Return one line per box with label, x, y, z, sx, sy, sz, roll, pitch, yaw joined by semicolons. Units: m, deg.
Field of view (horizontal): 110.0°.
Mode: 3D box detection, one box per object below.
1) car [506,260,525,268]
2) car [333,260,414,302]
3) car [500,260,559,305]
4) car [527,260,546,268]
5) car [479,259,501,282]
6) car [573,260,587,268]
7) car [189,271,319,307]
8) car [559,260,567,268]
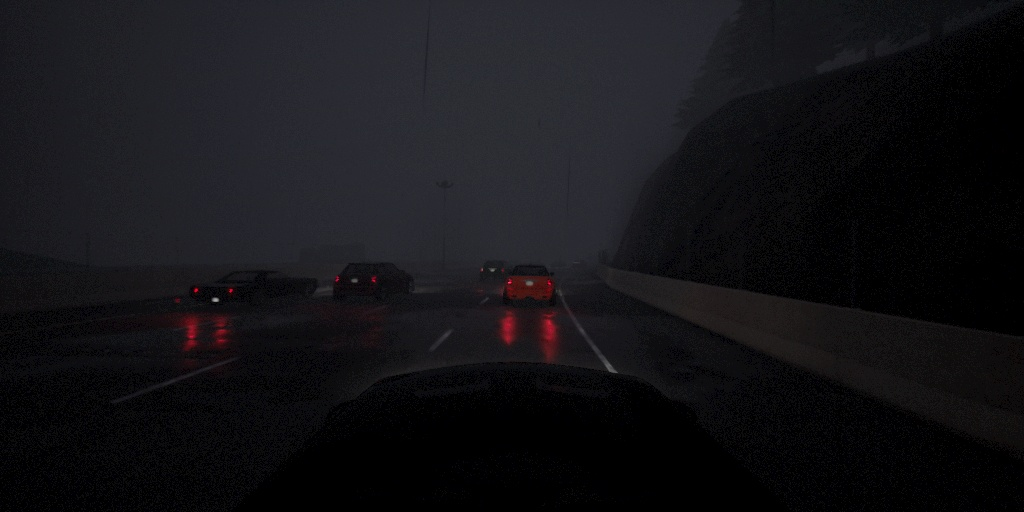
car;0.625;1.356;63.586;1.895;1.301;4.718;1;0;21
car;-6.238;1.032;16.731;2.097;1.767;4.553;1;0;5
car;0.866;1.112;16.361;2.097;1.767;4.553;1;0;5
car;4.404;1.398;63.653;1.895;1.301;4.718;1;0;22
car;-1.104;1.089;28.389;2.097;1.767;4.553;1;0;9
car;11.947;1.373;62.992;2.128;1.511;4.902;0;0;22
car;-10.124;1.238;14.675;1.895;1.301;4.718;1;0;5
car;8.309;1.405;63.448;1.994;1.385;4.181;1;0;22
